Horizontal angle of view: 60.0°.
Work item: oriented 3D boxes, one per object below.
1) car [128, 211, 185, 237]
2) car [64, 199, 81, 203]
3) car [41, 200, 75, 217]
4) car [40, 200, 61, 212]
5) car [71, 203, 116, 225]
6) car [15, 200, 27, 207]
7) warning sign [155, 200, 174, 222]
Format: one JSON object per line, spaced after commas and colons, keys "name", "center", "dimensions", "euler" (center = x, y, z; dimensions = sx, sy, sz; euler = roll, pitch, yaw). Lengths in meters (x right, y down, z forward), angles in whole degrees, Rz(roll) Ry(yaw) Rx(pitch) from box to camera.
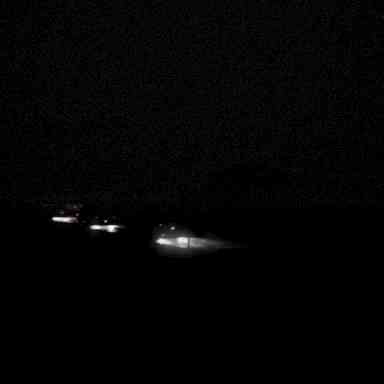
{"name": "car", "center": [-2.212, 1.850, 19.981], "dimensions": [1.994, 1.385, 4.181], "euler": [2, -2, -36]}
{"name": "car", "center": [-16.414, 1.974, 44.649], "dimensions": [2.150, 2.045, 5.566], "euler": [2, -2, -35]}
{"name": "car", "center": [-15.793, 2.080, 38.869], "dimensions": [2.128, 1.511, 4.902], "euler": [2, -2, -35]}
{"name": "car", "center": [-22.653, 2.249, 53.237], "dimensions": [2.097, 1.767, 4.553], "euler": [2, -2, -36]}
{"name": "car", "center": [-8.354, 1.970, 28.514], "dimensions": [2.033, 1.411, 5.357], "euler": [2, -2, -35]}
{"name": "car", "center": [-42.230, 2.781, 82.047], "dimensions": [2.097, 1.767, 4.553], "euler": [2, -2, -36]}
{"name": "warning sign", "center": [-2.434, 1.674, 29.397], "dimensions": [1.300, 1.860, 1.060], "euler": [3, -2, -36]}
